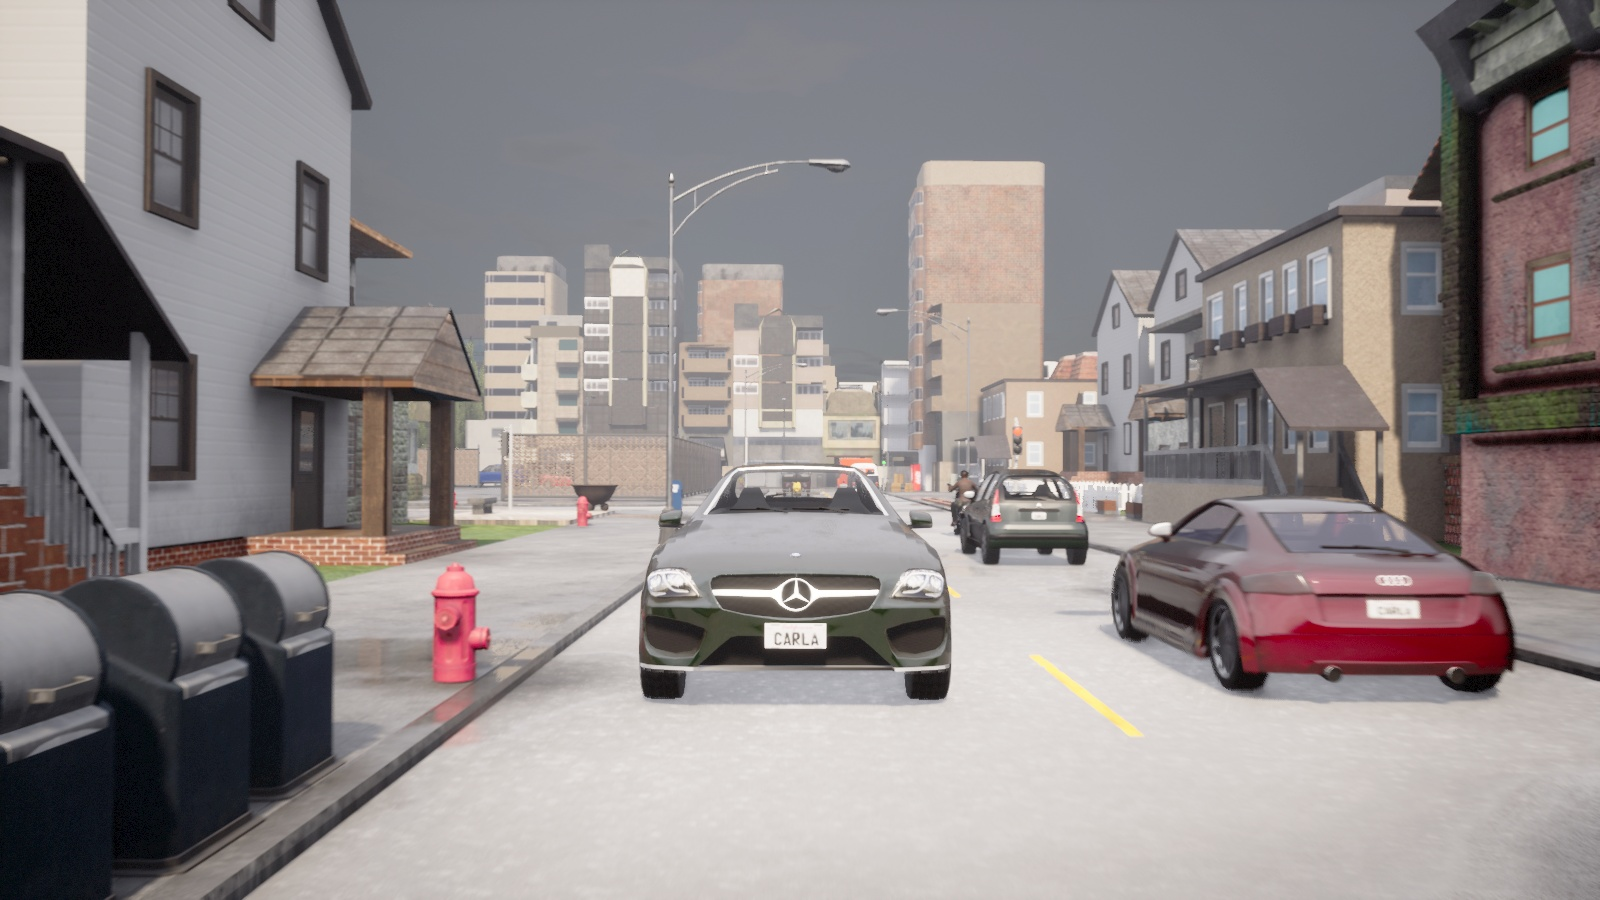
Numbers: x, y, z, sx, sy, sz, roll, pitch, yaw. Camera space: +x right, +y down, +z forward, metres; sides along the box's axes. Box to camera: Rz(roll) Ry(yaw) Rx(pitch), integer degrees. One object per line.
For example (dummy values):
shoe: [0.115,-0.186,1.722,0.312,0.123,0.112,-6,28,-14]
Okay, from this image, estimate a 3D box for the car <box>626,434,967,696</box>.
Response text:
car: [-0.029,0.769,10.468,2.152,1.651,5.027,0,-1,0]

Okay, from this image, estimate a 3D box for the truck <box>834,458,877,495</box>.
truck: [3.794,1.770,86.415,2.627,2.467,5.204,0,0,-1]

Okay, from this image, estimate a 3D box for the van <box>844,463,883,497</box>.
van: [3.816,1.799,76.225,2.069,2.038,4.480,0,-1,-1]

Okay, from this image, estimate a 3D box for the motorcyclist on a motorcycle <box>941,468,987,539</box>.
motorcyclist on a motorcycle: [3.925,1.255,30.205,0.766,1.649,2.350,0,-1,0]

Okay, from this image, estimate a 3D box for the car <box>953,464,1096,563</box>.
car: [3.941,1.076,22.663,1.851,1.617,3.988,0,-1,0]

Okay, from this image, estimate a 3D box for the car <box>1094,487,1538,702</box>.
car: [3.973,1.039,10.564,1.994,1.385,4.181,0,-1,0]
